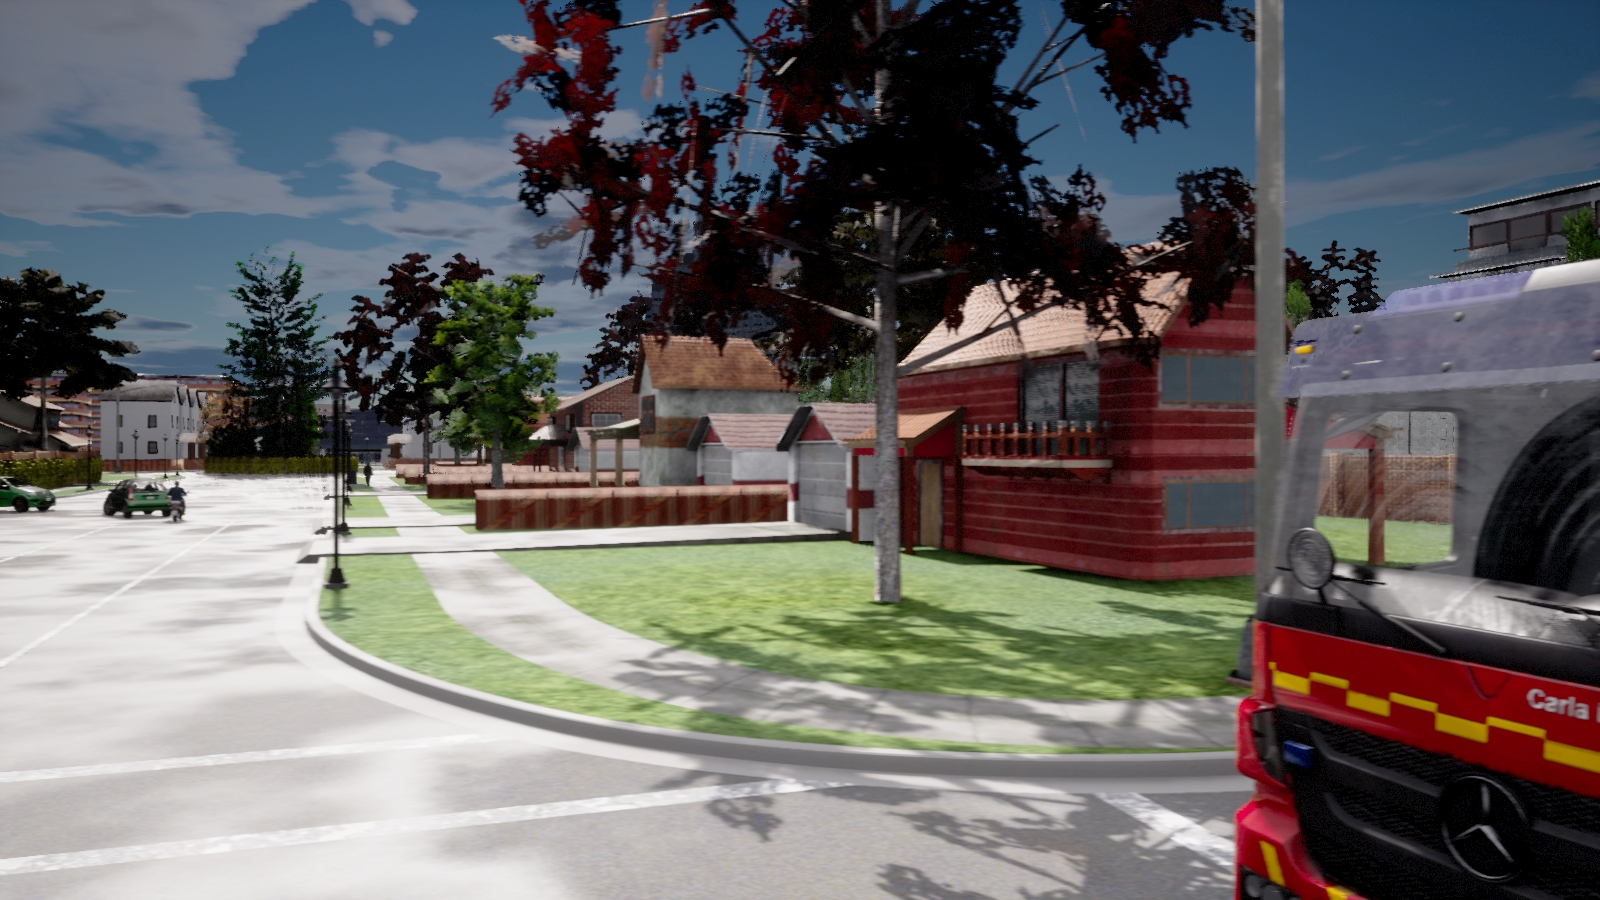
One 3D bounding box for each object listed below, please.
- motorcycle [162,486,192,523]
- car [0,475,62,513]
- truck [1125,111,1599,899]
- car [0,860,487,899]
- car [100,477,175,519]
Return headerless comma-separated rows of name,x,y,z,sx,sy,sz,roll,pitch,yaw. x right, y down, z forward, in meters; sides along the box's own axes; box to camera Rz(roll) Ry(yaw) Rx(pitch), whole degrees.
motorcycle,-24.788,2.159,45.488,0.856,1.341,1.805,0,1,-22
car,-35.963,1.975,51.650,3.988,1.617,1.851,0,0,0
truck,6.097,0.884,5.759,8.468,3.827,2.891,0,0,-20
car,-3.545,2.103,2.455,5.357,1.411,2.033,0,0,-9
car,-28.414,2.035,48.978,1.851,1.617,3.988,0,0,-45
